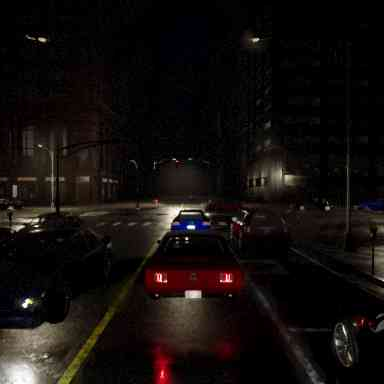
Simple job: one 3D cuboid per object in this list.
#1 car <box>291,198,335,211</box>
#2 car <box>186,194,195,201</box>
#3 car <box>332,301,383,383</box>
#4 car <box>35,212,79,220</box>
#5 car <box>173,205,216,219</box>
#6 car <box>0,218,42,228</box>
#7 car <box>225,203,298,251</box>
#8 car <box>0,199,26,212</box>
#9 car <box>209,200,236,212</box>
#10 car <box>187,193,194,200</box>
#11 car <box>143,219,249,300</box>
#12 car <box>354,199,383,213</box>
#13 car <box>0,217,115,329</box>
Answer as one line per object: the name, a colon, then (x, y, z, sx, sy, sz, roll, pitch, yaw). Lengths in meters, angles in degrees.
car: (14.101, 1.447, 38.858, 4.892, 1.490, 1.837, 0, 0, 1)
car: (-0.329, 1.409, 82.255, 2.097, 1.767, 4.553, 0, 0, 0)
car: (2.753, 1.566, 2.708, 1.947, 1.339, 4.313, 0, 0, 0)
car: (-5.805, 1.551, 13.954, 2.008, 1.369, 4.403, 0, 0, 0)
car: (-0.047, 1.565, 17.108, 1.994, 1.385, 4.181, 0, 0, 0)
car: (-5.788, 1.566, 8.317, 1.947, 1.339, 4.313, 0, 0, 0)
car: (2.720, 1.441, 13.980, 1.967, 1.590, 4.097, 0, 0, 0)
car: (-21.997, 1.539, 38.688, 4.892, 1.490, 1.837, 0, 0, 0)
car: (3.418, 1.562, 35.569, 4.181, 1.385, 1.994, 0, 0, 0)
car: (-0.399, 1.288, 92.263, 2.097, 1.767, 4.553, 0, 0, 0)
car: (0.040, 1.601, 8.352, 1.895, 1.301, 4.718, 0, 0, 0)
car: (19.830, 1.471, 35.651, 4.674, 1.442, 1.812, 0, 0, 0)
car: (-3.127, 1.547, 7.453, 2.033, 1.411, 5.357, 0, 0, 0)
